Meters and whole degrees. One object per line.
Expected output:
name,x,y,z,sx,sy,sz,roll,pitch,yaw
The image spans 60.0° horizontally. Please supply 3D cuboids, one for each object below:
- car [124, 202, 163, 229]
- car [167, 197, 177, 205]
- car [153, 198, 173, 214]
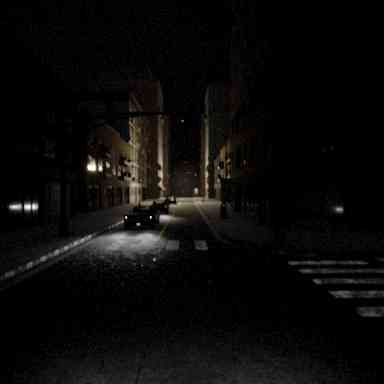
car,-3.180,1.573,21.741,1.895,1.301,4.718,0,0,-1
car,-3.574,1.474,55.192,1.994,1.385,4.181,0,0,-1
car,-3.372,1.552,34.807,1.895,1.301,4.718,0,0,-1
